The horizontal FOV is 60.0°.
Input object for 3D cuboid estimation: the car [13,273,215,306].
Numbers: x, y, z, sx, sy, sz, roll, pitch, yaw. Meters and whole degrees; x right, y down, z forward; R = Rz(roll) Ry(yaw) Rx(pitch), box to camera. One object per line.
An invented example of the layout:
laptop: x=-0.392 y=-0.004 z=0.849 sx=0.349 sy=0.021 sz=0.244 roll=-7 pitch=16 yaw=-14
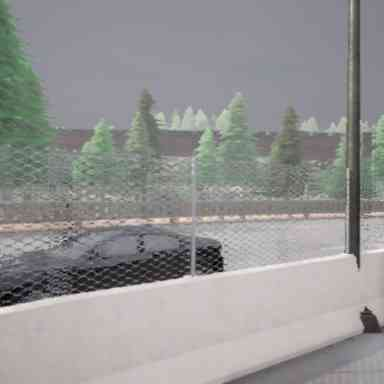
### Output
car: x=-1.650 y=1.455 z=6.908 sx=5.008 sy=1.535 sz=1.882 roll=0 pitch=0 yaw=-33
